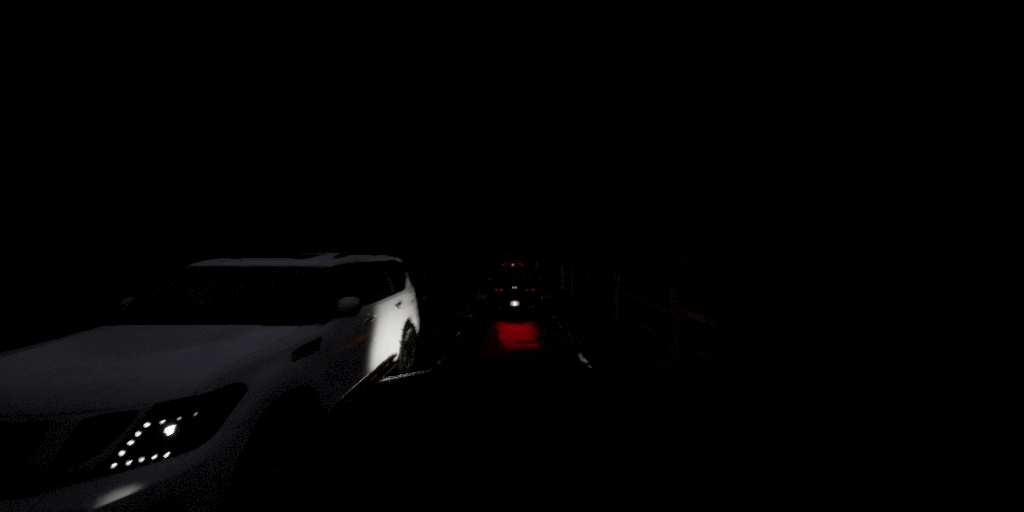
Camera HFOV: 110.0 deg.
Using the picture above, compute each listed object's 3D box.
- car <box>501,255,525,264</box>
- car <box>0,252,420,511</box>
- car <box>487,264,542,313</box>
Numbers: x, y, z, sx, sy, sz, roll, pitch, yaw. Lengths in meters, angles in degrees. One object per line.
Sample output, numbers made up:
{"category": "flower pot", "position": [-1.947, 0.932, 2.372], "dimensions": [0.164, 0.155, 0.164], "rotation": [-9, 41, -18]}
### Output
{"category": "car", "position": [0.089, 0.922, 36.515], "dimensions": [2.150, 2.045, 5.566], "rotation": [0, 0, 0]}
{"category": "car", "position": [-2.751, 0.967, 4.423], "dimensions": [2.150, 2.045, 5.566], "rotation": [0, 0, 0]}
{"category": "car", "position": [0.092, 1.238, 13.852], "dimensions": [1.837, 1.490, 4.892], "rotation": [0, 1, 0]}
